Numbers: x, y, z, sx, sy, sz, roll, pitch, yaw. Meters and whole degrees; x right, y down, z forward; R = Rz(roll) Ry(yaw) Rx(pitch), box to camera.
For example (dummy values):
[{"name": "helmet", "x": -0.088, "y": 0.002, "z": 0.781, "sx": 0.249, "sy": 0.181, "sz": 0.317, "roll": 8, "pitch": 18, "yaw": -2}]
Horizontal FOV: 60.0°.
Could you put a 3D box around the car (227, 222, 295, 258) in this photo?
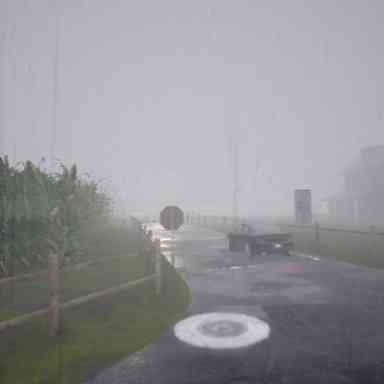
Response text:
[{"name": "car", "x": 3.089, "y": 2.170, "z": 16.004, "sx": 1.882, "sy": 1.535, "sz": 5.008, "roll": -2, "pitch": -3, "yaw": -10}]

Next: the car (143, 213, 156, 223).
[{"name": "car", "x": -6.631, "y": 4.056, "z": 51.656, "sx": 1.812, "sy": 1.442, "sz": 4.674, "roll": -1, "pitch": -3, "yaw": -11}]
